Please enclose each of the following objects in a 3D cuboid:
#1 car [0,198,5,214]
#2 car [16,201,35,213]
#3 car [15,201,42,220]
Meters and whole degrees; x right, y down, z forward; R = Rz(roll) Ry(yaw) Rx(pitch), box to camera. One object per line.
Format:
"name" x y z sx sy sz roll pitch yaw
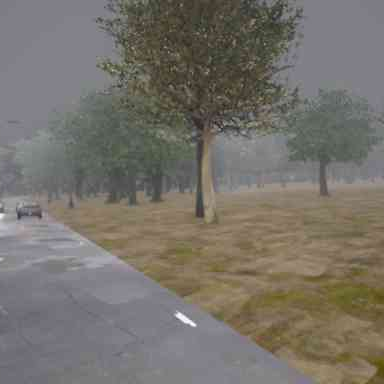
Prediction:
"car" -21.815 1.445 36.656 2.097 1.767 4.553 0 0 -28
"car" -19.480 1.699 38.756 1.895 1.301 4.718 0 0 -28
"car" -14.359 1.559 29.328 2.128 1.511 4.902 0 0 -28
